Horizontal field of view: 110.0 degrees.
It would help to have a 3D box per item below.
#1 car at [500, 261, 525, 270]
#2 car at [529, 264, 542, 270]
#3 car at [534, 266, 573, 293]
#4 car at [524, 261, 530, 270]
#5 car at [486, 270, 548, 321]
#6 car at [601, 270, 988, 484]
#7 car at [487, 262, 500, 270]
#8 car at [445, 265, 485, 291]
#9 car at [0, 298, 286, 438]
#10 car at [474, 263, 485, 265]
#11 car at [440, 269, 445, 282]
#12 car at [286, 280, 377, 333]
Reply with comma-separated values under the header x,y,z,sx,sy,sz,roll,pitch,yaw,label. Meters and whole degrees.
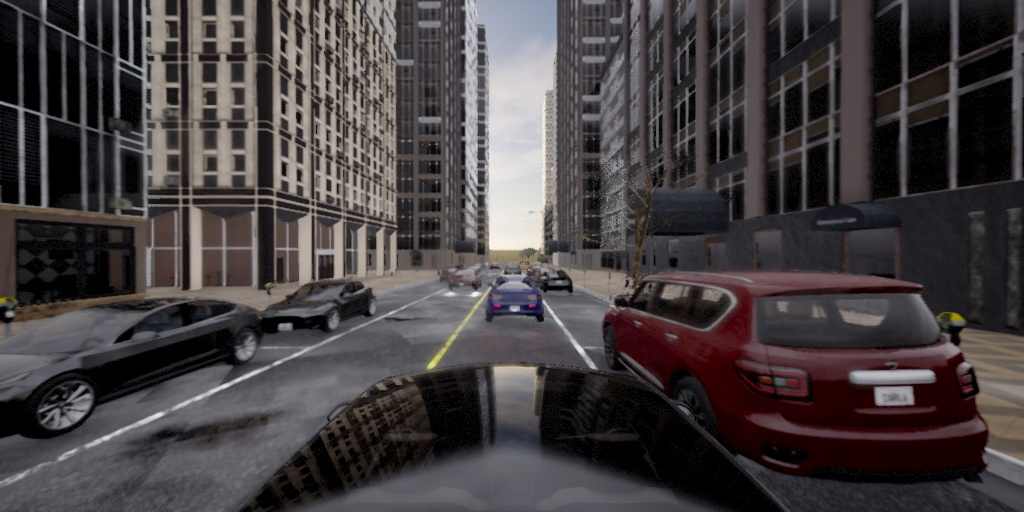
x,y,z,sx,sy,sz,roll,pitch,yaw,label
0.089,1.653,39.653,2.128,1.511,4.902,0,-1,0,car
2.685,1.589,28.102,2.007,1.370,4.403,0,0,0,car
2.686,1.542,22.428,1.948,1.339,4.313,0,0,0,car
2.681,1.600,39.450,1.967,1.591,4.097,0,0,0,car
0.090,1.398,12.877,1.812,1.442,4.674,0,0,0,car
2.730,1.100,4.919,2.192,1.841,5.009,0,0,0,car
-3.039,2.022,65.239,1.895,1.301,4.718,0,-1,1,car
-3.105,1.525,24.492,1.812,1.442,4.674,0,-1,0,car
-5.828,1.357,5.466,1.948,1.339,4.313,0,0,0,car
-5.690,1.859,56.360,1.751,1.417,4.829,0,0,0,car
-5.666,1.682,33.834,1.802,1.307,4.207,0,0,0,car
-5.660,1.419,11.141,1.948,1.339,4.313,0,0,0,car
